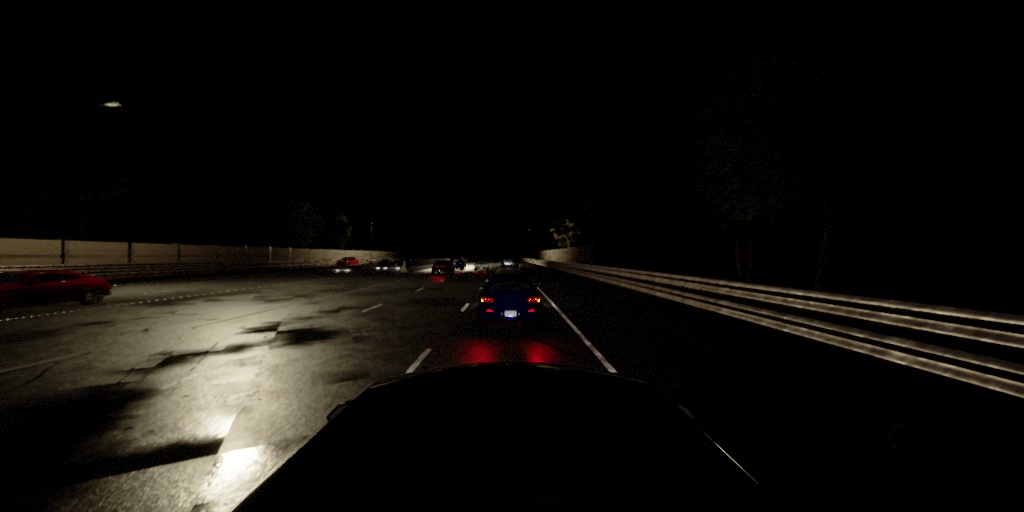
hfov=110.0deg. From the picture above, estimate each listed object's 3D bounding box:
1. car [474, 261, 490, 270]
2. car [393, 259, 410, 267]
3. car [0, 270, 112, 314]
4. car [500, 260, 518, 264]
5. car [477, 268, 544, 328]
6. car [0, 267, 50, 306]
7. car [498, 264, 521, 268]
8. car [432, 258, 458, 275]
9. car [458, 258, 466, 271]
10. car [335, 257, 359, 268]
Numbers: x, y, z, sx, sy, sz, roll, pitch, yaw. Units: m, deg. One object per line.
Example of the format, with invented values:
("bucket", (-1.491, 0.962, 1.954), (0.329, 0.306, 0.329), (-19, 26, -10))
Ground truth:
("car", (-4.112, 1.298, 49.812), (1.895, 1.301, 4.718), (0, 0, -1))
("car", (-18.505, 1.200, 62.178), (1.812, 1.442, 4.674), (0, 0, -1))
("car", (-17.471, 1.240, 12.918), (1.812, 1.442, 4.674), (0, 0, -1))
("car", (-0.217, 1.207, 31.361), (2.128, 1.511, 4.902), (0, 0, -1))
("car", (-0.050, 1.259, 11.163), (1.812, 1.442, 4.674), (0, 0, 0))
("car", (-20.991, 1.216, 13.162), (1.837, 1.490, 4.892), (0, 0, -1))
("car", (-0.157, 1.324, 21.694), (1.895, 1.301, 4.718), (0, 0, -1))
("car", (-7.364, 1.207, 38.533), (1.837, 1.490, 4.892), (0, 0, -1))
("car", (-7.603, 1.046, 49.376), (2.097, 1.767, 4.553), (0, 0, -1))
("car", (-25.428, 0.906, 55.379), (2.097, 1.767, 4.553), (-1, 0, -1))
